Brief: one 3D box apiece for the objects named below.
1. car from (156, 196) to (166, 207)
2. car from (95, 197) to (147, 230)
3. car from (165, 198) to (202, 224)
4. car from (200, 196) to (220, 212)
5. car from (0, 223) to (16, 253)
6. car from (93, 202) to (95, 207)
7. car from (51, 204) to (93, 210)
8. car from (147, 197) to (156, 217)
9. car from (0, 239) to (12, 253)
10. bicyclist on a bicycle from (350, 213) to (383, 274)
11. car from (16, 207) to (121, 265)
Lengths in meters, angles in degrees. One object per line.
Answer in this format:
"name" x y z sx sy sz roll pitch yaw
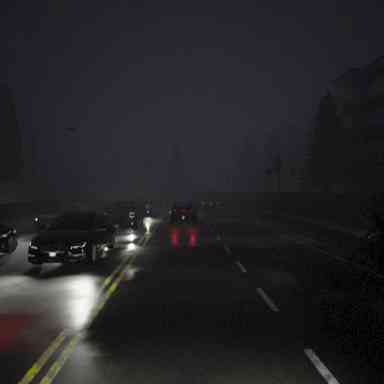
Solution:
"car" -4.854 1.400 47.239 1.837 1.490 4.892 0 0 -22
"car" -4.258 1.306 20.714 2.097 1.767 4.553 0 0 -2
"car" -0.639 1.438 24.070 2.128 1.511 4.902 0 0 -2
"car" 1.656 1.270 37.234 2.097 1.767 4.553 0 0 -9
"car" -7.412 1.541 10.630 1.994 1.385 4.181 0 0 -2
"car" -8.148 1.498 29.995 1.994 1.385 4.181 0 0 -4
"car" -7.725 1.557 20.078 1.895 1.301 4.718 0 0 -2
"car" -4.681 1.285 30.410 2.097 1.767 4.553 0 0 -4
"car" -3.597 1.486 2.381 2.128 1.511 4.902 0 0 -4
"bicyclist on a bicycle" 4.998 1.386 8.812 1.656 1.620 0.582 0 0 -2
"car" -3.946 1.479 11.656 1.837 1.490 4.892 0 0 -2
